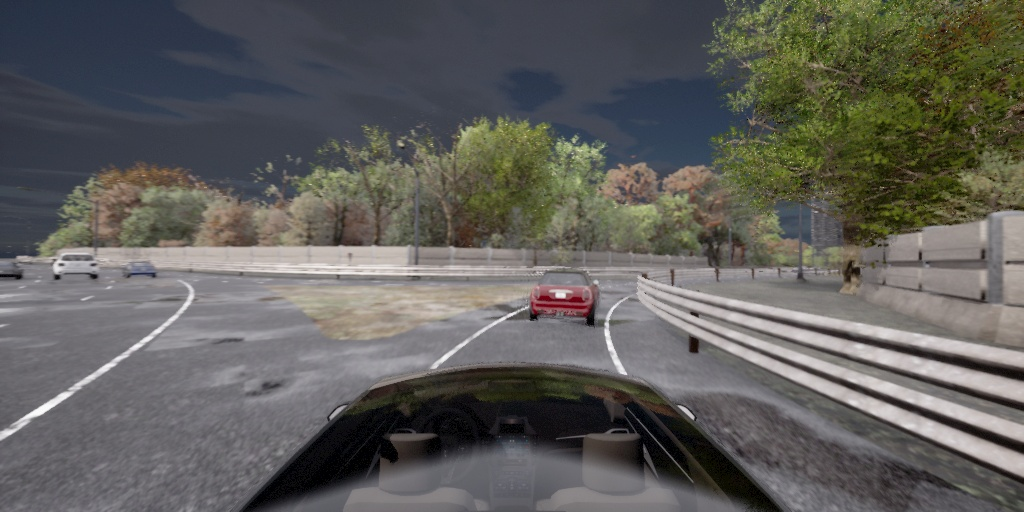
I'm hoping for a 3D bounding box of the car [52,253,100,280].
[{"bbox_3d":[-34.407,0.794,28.348,5.566,2.045,2.150,0,-1,38],"label":"car"}]

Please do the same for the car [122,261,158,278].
[{"bbox_3d":[-32.558,1.179,31.356,5.357,1.411,2.033,0,-1,38],"label":"car"}]

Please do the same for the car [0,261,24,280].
[{"bbox_3d":[-38.354,1.066,26.907,4.181,1.385,1.994,0,-1,37],"label":"car"}]

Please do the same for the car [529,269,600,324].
[{"bbox_3d":[2.056,1.256,13.059,2.097,1.767,4.553,1,-1,15],"label":"car"}]
